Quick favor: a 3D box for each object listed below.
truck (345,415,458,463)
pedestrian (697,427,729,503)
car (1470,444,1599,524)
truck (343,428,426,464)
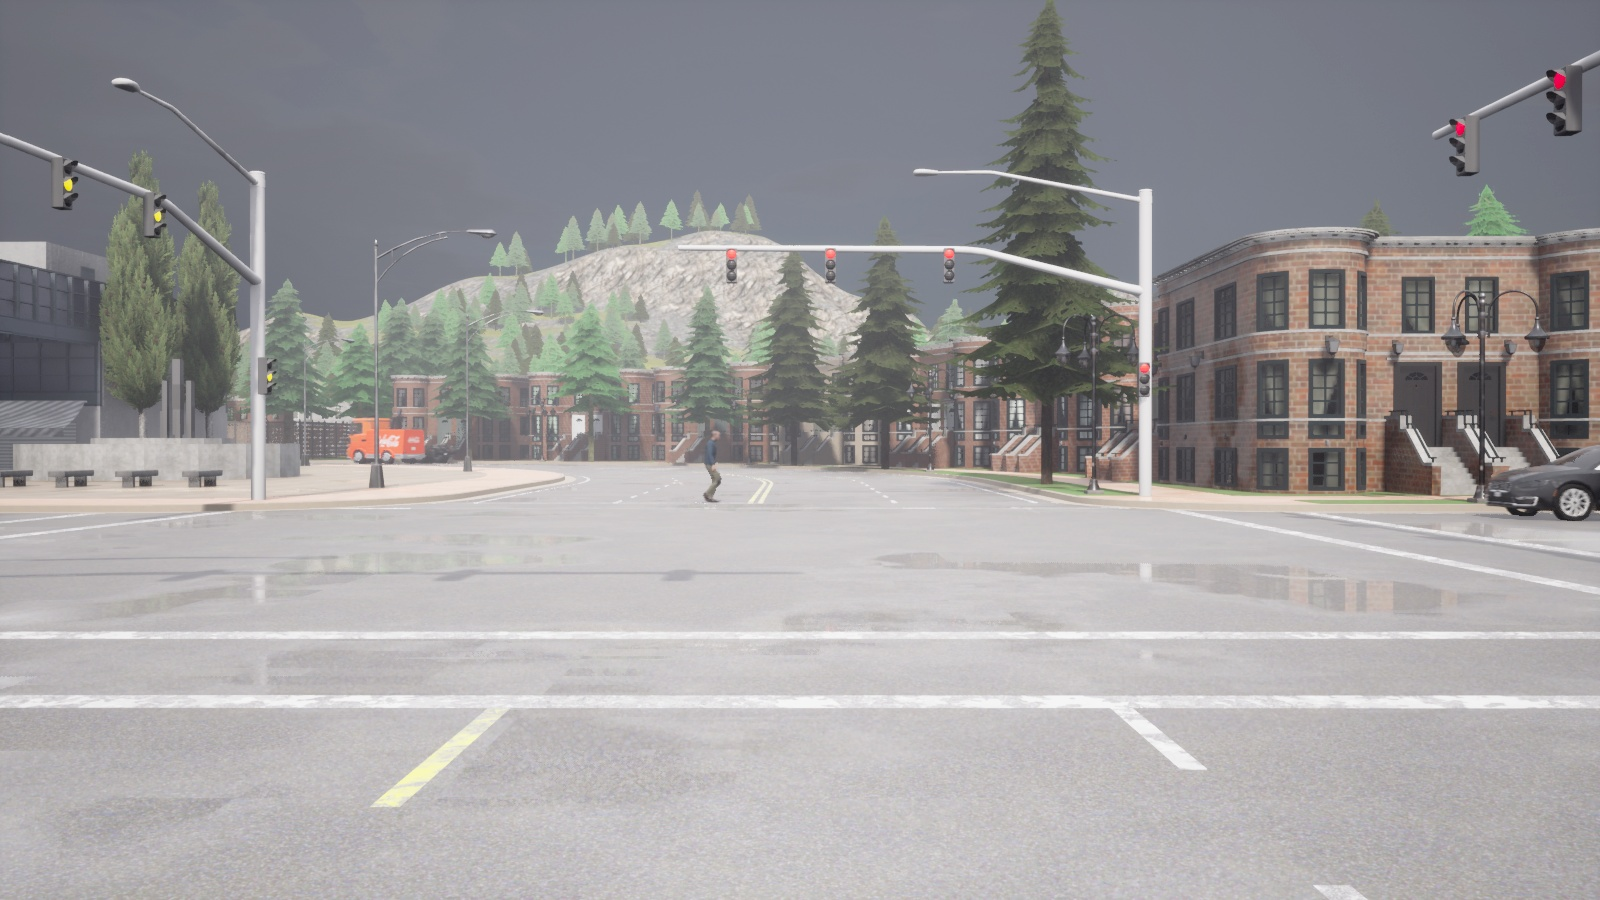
[{"bbox_3d":[-29.524,-0.784,92.962,7.936,3.462,2.891,0,0,22],"label":"truck"},{"bbox_3d":[-2.130,0.361,30.781,0.726,1.842,0.402,0,0,2],"label":"pedestrian"},{"bbox_3d":[15.978,0.625,24.432,4.892,1.490,1.837,0,0,0],"label":"car"},{"bbox_3d":[-29.505,-0.267,89.195,5.204,2.467,2.627,0,0,23],"label":"truck"}]
